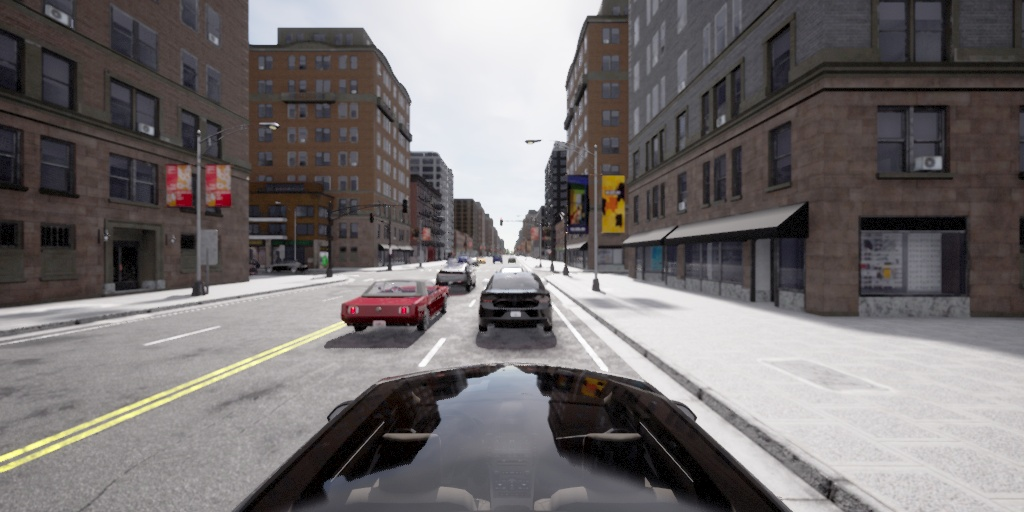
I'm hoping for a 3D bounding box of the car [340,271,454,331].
[{"bbox_3d":[-3.148,1.312,10.753,1.895,1.301,4.718,0,0,0],"label":"car"}]

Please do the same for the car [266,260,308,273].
[{"bbox_3d":[-25.371,1.163,40.504,4.313,1.339,1.948,0,0,0],"label":"car"}]

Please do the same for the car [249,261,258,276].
[{"bbox_3d":[-25.414,1.041,32.479,4.097,1.591,1.967,0,0,0],"label":"car"}]

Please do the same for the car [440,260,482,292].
[{"bbox_3d":[-3.143,1.161,20.687,2.128,1.511,4.902,0,0,-1],"label":"car"}]

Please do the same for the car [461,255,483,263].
[{"bbox_3d":[-6.569,0.991,59.119,2.128,1.511,4.902,0,0,0],"label":"car"}]

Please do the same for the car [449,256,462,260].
[{"bbox_3d":[-9.819,1.064,58.918,1.994,1.385,4.181,0,0,0],"label":"car"}]

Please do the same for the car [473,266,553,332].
[{"bbox_3d":[0.097,1.189,10.778,1.882,1.535,5.008,0,0,0],"label":"car"}]
